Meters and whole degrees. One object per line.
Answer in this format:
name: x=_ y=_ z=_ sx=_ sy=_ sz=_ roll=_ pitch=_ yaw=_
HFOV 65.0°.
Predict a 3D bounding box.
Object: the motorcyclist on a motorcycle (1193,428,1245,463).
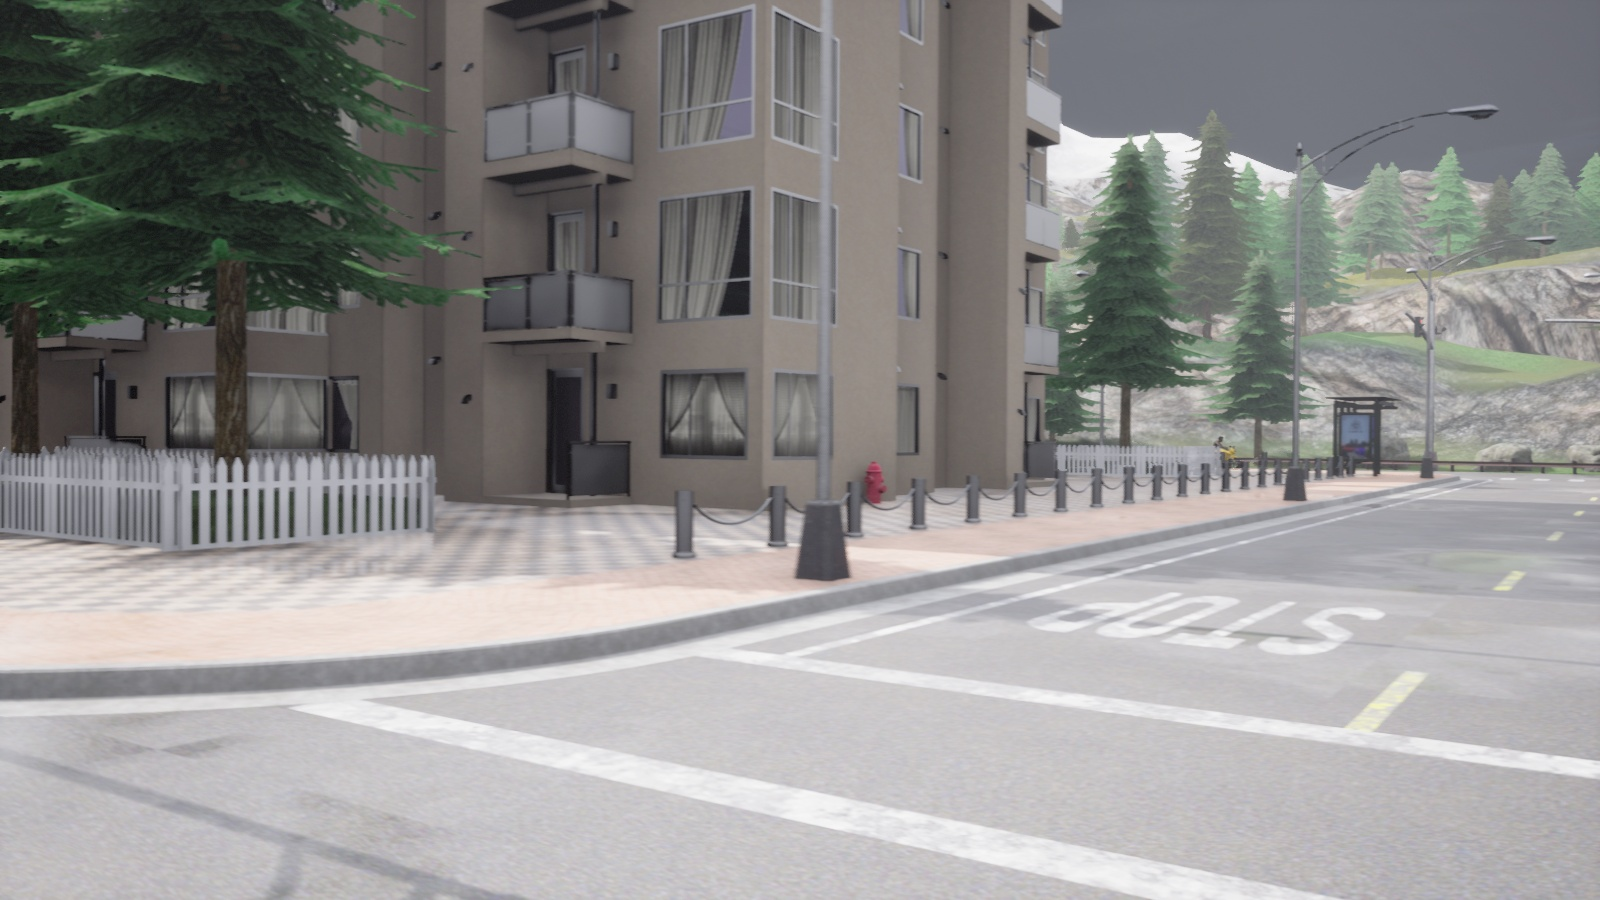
motorcyclist on a motorcycle: x=18.828 y=-0.200 z=56.469 sx=2.044 sy=1.523 sz=0.797 roll=0 pitch=1 yaw=35
